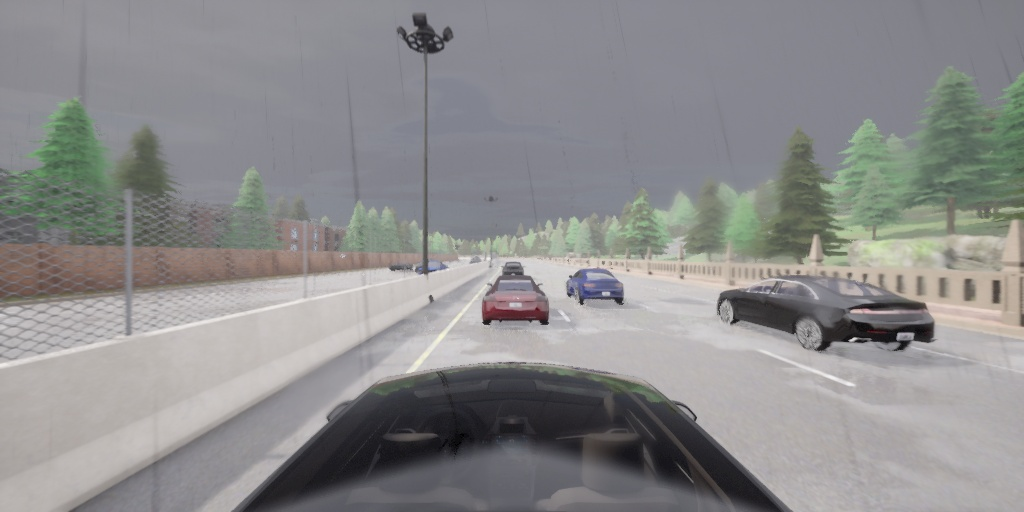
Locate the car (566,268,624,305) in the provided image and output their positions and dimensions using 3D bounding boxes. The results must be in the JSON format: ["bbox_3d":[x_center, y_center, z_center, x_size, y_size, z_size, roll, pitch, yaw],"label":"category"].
[{"bbox_3d":[3.586,1.275,15.983,1.812,1.442,4.674,0,0,0],"label":"car"}]

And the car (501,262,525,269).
[{"bbox_3d":[0.100,1.253,31.517,1.837,1.490,4.892,0,0,0],"label":"car"}]

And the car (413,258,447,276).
[{"bbox_3d":[-7.099,1.225,32.312,1.882,1.535,5.008,0,0,0],"label":"car"}]

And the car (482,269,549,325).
[{"bbox_3d":[0.100,1.313,11.858,1.994,1.385,4.181,0,0,0],"label":"car"}]

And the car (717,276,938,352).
[{"bbox_3d":[7.101,1.241,8.893,2.128,1.511,4.902,0,0,0],"label":"car"}]

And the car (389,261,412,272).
[{"bbox_3d":[-14.097,1.348,45.808,1.895,1.301,4.718,0,0,0],"label":"car"}]
